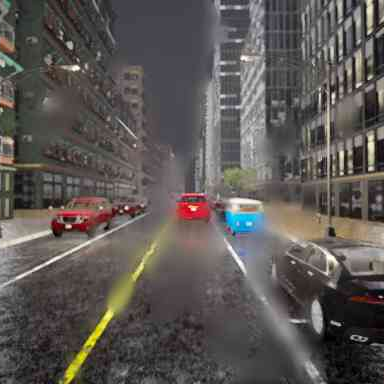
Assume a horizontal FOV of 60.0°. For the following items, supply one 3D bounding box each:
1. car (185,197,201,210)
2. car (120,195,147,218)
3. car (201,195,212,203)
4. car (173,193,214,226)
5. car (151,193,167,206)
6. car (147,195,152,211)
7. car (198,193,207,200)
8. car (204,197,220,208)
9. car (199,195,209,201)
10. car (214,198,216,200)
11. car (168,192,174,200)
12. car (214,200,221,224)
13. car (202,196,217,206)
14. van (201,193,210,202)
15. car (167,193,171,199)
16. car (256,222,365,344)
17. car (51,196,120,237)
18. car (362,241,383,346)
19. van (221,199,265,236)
[{"bbox_3d":[0.104,1.369,41.011,1.837,1.490,4.892,0,1,0],"label":"car"},{"bbox_3d":[-5.667,1.221,29.202,2.192,1.841,5.009,1,0,0],"label":"car"},{"bbox_3d":[2.678,1.321,63.267,1.887,1.381,4.507,1,0,0],"label":"car"},{"bbox_3d":[0.103,1.148,22.947,2.150,2.045,5.566,0,0,0],"label":"car"},{"bbox_3d":[-5.665,1.136,51.996,2.192,1.841,5.009,1,0,0],"label":"car"},{"bbox_3d":[-5.669,1.325,34.903,1.967,1.590,4.097,1,0,0],"label":"car"},{"bbox_3d":[2.682,1.126,86.058,1.967,1.590,4.097,1,0,0],"label":"car"},{"bbox_3d":[2.676,1.410,46.174,1.947,1.339,4.313,1,0,0],"label":"car"},{"bbox_3d":[2.679,1.297,74.662,1.947,1.339,4.313,1,0,0],"label":"car"},{"bbox_3d":[2.675,1.468,34.778,1.802,1.307,4.206,1,0,0],"label":"car"},{"bbox_3d":[-5.662,1.000,86.184,2.192,1.841,5.009,1,0,0],"label":"car"},{"bbox_3d":[2.683,1.492,23.382,1.947,1.339,4.313,1,0,0],"label":"car"},{"bbox_3d":[2.677,1.387,51.872,1.947,1.339,4.313,1,0,0],"label":"car"},{"bbox_3d":[2.683,1.095,68.964,1.690,1.788,3.998,1,0,0],"label":"van"},{"bbox_3d":[-5.669,1.342,63.394,1.947,1.339,4.313,1,0,0],"label":"car"},{"bbox_3d":[2.706,1.532,6.289,2.008,1.369,4.403,1,0,0],"label":"car"},{"bbox_3d":[-5.668,1.259,17.807,2.192,1.841,5.009,1,0,0],"label":"car"},{"bbox_3d":[2.710,1.313,0.591,2.192,1.841,5.009,1,0,0],"label":"car"},{"bbox_3d":[2.721,1.286,17.684,1.690,1.788,3.998,1,0,0],"label":"van"}]
